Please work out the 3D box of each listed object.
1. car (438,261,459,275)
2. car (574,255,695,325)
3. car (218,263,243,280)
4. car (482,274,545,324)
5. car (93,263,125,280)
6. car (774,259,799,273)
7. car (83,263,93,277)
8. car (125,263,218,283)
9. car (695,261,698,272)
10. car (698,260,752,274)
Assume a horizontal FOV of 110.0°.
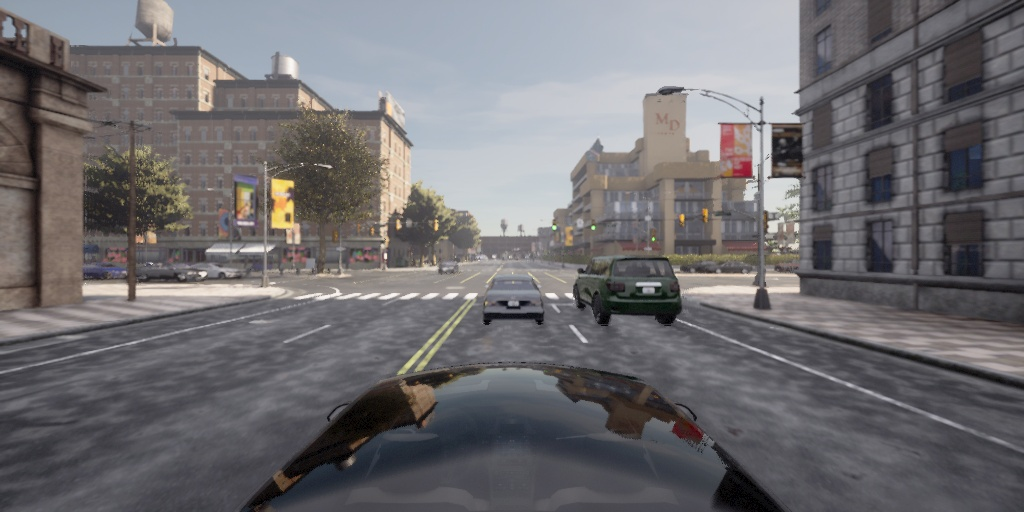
[{"bbox_3d":[-7.192,1.283,41.004,2.128,1.511,4.902,0,0,0],"label":"car"},{"bbox_3d":[3.542,0.985,11.978,2.150,2.045,5.566,0,0,0],"label":"car"},{"bbox_3d":[-26.496,1.324,31.708,4.674,1.442,1.812,0,0,0],"label":"car"},{"bbox_3d":[0.039,1.312,12.058,2.033,1.411,5.357,0,0,0],"label":"car"},{"bbox_3d":[-36.300,1.326,31.719,4.674,1.442,1.812,0,0,0],"label":"car"},{"bbox_3d":[34.349,1.152,43.300,4.553,1.767,2.097,0,0,1],"label":"car"},{"bbox_3d":[-36.917,1.287,28.217,4.902,1.511,2.128,0,0,0],"label":"car"},{"bbox_3d":[-26.697,1.285,28.208,4.902,1.511,2.128,0,0,0],"label":"car"},{"bbox_3d":[23.016,1.279,43.359,5.008,1.535,1.882,0,0,0],"label":"car"},{"bbox_3d":[23.927,1.302,39.856,4.892,1.490,1.837,0,0,0],"label":"car"}]
